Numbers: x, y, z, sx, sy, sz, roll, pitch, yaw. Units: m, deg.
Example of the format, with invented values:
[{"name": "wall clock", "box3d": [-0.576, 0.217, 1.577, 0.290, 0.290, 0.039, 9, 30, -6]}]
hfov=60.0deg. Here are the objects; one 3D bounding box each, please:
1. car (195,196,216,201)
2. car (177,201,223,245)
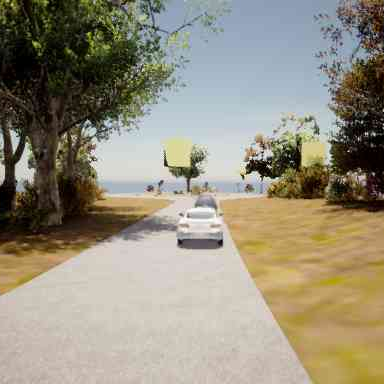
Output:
[{"name": "car", "box3d": [1.221, 0.997, 29.476, 1.994, 1.385, 4.181, 0, 2, 3]}, {"name": "car", "box3d": [0.389, 1.358, 14.522, 1.812, 1.442, 4.674, 0, 1, 3]}]
